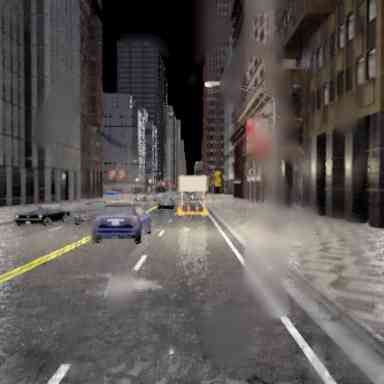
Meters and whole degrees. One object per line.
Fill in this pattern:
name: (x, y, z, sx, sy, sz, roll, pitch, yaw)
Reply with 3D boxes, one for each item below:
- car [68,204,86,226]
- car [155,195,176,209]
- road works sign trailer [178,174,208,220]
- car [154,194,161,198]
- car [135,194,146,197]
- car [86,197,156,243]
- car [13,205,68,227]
car: (-6.587, 1.428, 22.943, 1.837, 1.490, 4.892, 0, 0, 0)
car: (-3.144, 1.382, 41.894, 1.994, 1.385, 4.181, 0, 0, 0)
road works sign trailer: (0.070, 0.368, 27.088, 2.380, 3.560, 2.880, 0, 0, 0)
car: (-6.498, 1.202, 65.250, 1.812, 1.442, 4.674, 0, 1, 0)
car: (-9.752, 1.177, 63.025, 2.128, 1.511, 4.902, 0, 0, 0)
car: (-3.149, 1.305, 15.825, 2.097, 1.767, 4.553, 0, 0, 0)
car: (-9.840, 1.528, 22.191, 1.895, 1.301, 4.718, 0, 0, 0)
